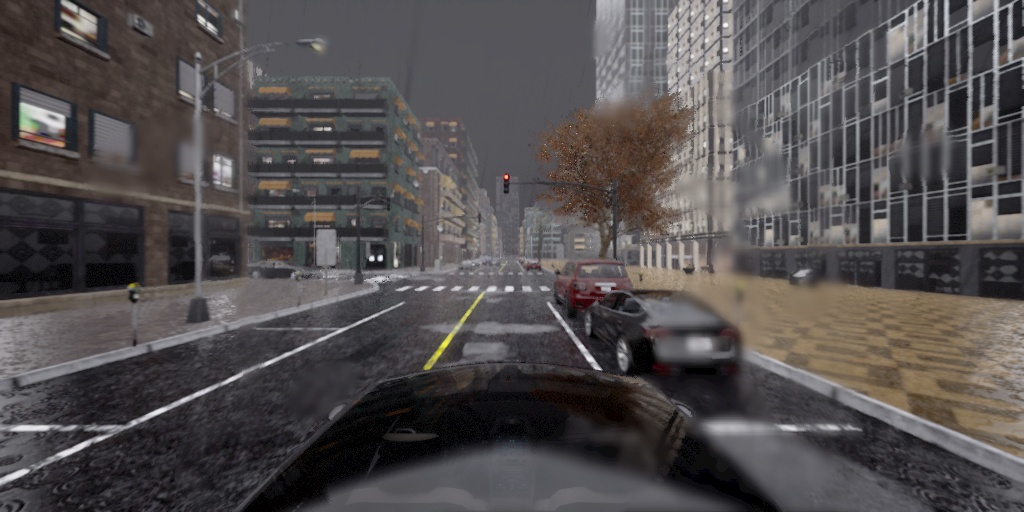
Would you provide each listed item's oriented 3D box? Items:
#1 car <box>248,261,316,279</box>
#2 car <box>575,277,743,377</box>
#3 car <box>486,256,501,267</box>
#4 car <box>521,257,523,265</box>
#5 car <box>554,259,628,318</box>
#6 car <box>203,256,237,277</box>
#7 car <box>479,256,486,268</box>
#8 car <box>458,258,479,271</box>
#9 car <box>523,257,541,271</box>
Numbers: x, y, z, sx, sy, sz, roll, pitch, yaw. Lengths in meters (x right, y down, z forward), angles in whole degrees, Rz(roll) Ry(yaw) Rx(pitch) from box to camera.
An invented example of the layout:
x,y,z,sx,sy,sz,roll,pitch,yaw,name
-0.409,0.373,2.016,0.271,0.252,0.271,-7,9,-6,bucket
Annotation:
x,y,z,sx,sy,sz,roll,pitch,yaw,name
-16.436,0.998,25.690,4.403,1.370,2.007,0,0,-1,car
2.692,1.295,7.197,1.948,1.339,4.313,0,0,0,car
-3.003,1.039,62.070,2.128,1.511,4.902,0,0,0,car
2.688,1.088,56.343,1.751,1.417,4.829,0,0,0,car
2.691,1.023,12.720,2.192,1.841,5.009,0,0,0,car
-21.833,0.895,25.634,4.829,1.417,1.751,0,0,-1,car
-5.692,1.113,56.173,2.007,1.370,4.403,0,0,0,car
-5.691,1.145,45.107,2.007,1.370,4.403,0,0,0,car
2.689,1.140,45.107,1.888,1.381,4.507,0,0,0,car
